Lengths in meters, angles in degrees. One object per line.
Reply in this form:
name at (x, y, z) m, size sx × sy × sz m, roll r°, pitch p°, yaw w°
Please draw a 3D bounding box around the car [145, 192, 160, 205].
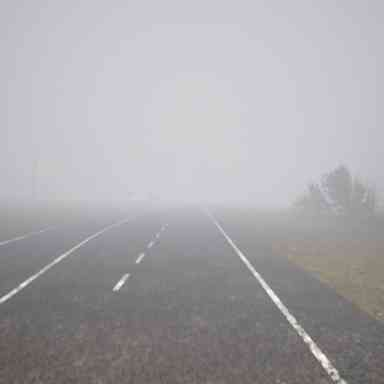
car at (-7.389, 0.983, 61.042) m, size 2.097 × 1.767 × 4.553 m, roll -28°, pitch 1°, yaw 1°
